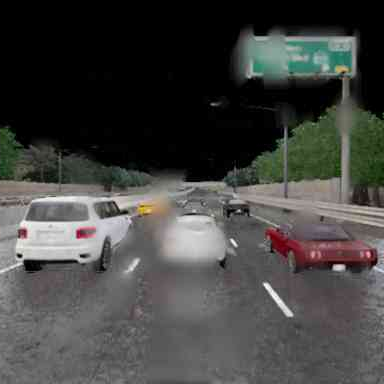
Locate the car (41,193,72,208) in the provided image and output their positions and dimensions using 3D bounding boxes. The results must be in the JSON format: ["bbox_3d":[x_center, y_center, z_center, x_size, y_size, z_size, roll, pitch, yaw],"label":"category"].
[{"bbox_3d":[-17.377,1.067,42.993,2.097,1.767,4.553,0,0,1],"label":"car"}]

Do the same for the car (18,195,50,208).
[{"bbox_3d":[-20.860,1.213,44.238,1.837,1.490,4.892,0,0,1],"label":"car"}]

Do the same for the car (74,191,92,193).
[{"bbox_3d":[-13.898,0.946,41.705,2.150,2.045,5.566,0,0,1],"label":"car"}]

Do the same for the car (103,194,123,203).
[{"bbox_3d":[-13.681,1.104,57.947,2.128,1.511,4.902,0,1,1],"label":"car"}]

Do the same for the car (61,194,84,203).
[{"bbox_3d":[-20.673,1.164,57.738,2.033,1.411,5.357,0,0,1],"label":"car"}]

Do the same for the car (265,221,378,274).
[{"bbox_3d":[3.601,1.539,10.320,1.895,1.301,4.718,0,0,0],"label":"car"}]

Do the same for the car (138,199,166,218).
[{"bbox_3d":[-3.318,1.293,28.336,1.882,1.535,5.008,0,0,0],"label":"car"}]

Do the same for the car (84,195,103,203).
[{"bbox_3d":[-17.176,1.177,58.008,1.994,1.385,4.181,0,1,1],"label":"car"}]

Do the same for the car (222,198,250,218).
[{"bbox_3d":[3.684,1.294,28.297,1.882,1.535,5.008,0,0,0],"label":"car"}]

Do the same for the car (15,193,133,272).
[{"bbox_3d":[-3.397,1.155,10.707,2.150,2.045,5.566,0,0,0],"label":"car"}]

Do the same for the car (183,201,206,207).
[{"bbox_3d":[0.175,1.387,27.361,1.994,1.385,4.181,0,0,0],"label":"car"}]

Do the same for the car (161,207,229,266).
[{"bbox_3d":[0.104,1.458,11.119,1.812,1.442,4.674,0,1,0],"label":"car"}]
